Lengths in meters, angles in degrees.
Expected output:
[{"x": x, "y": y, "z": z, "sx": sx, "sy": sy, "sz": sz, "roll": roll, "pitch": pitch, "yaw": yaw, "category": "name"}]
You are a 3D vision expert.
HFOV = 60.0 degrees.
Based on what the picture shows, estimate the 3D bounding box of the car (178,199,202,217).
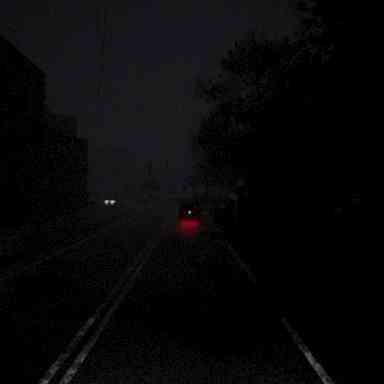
[{"x": -0.201, "y": 1.391, "z": 29.463, "sx": 1.837, "sy": 1.490, "sz": 4.892, "roll": 0, "pitch": 0, "yaw": 0, "category": "car"}]

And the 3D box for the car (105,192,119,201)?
[{"x": -15.012, "y": 0.806, "z": 62.527, "sx": 2.128, "sy": 1.511, "sz": 4.902, "roll": 0, "pitch": 1, "yaw": -3, "category": "car"}]
